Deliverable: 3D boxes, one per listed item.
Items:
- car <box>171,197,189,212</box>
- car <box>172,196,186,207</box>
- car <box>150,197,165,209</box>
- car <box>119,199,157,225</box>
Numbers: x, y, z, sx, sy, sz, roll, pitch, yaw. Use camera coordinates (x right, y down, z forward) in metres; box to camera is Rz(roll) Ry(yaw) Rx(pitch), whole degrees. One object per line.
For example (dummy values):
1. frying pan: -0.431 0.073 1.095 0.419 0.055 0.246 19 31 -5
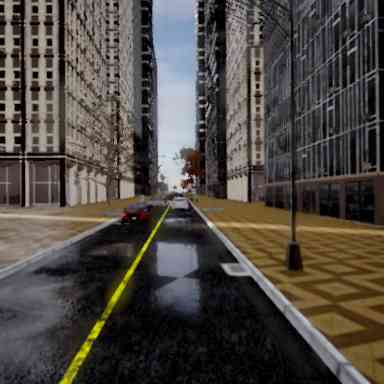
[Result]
1. car: -1.319 1.302 35.607 1.812 1.442 4.674 0 1 -2
2. car: -1.812 1.305 47.179 1.895 1.301 4.718 0 0 -2
3. car: -4.293 1.284 39.901 1.895 1.301 4.718 0 0 -2
4. car: -3.712 1.442 22.929 1.994 1.385 4.181 0 0 -2
